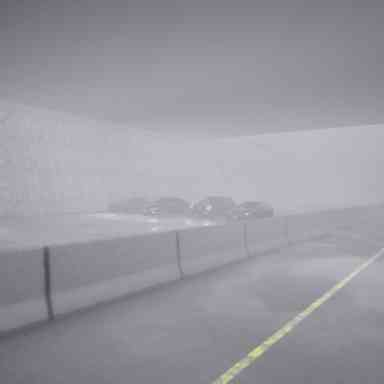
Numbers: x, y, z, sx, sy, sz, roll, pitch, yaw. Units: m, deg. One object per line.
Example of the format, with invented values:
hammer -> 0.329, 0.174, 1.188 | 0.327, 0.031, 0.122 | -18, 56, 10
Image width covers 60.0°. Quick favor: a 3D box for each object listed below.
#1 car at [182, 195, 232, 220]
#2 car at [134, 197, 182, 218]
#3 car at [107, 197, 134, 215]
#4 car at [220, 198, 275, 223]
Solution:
car -> 1.718, 1.105, 25.631 | 2.097, 1.767, 4.553 | 2, 1, 38
car -> -1.983, 1.168, 26.585 | 1.837, 1.490, 4.892 | 2, 1, 38
car -> -5.110, 1.142, 28.266 | 1.994, 1.385, 4.181 | 2, 1, 38
car -> 4.174, 1.358, 23.075 | 1.812, 1.442, 4.674 | 2, 1, 38
